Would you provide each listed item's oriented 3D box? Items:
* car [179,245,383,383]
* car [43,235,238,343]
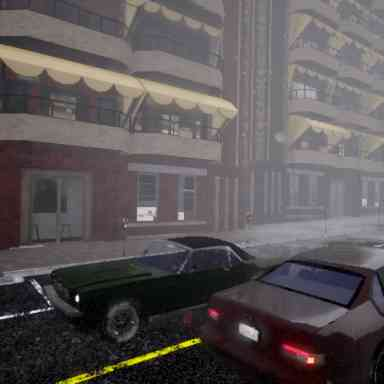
[{"bbox_3d":[2.637,1.550,5.036,5.357,1.411,2.033,0,0,-36],"label":"car"},{"bbox_3d":[-0.298,1.603,6.570,4.718,1.301,1.895,0,0,-36],"label":"car"}]
